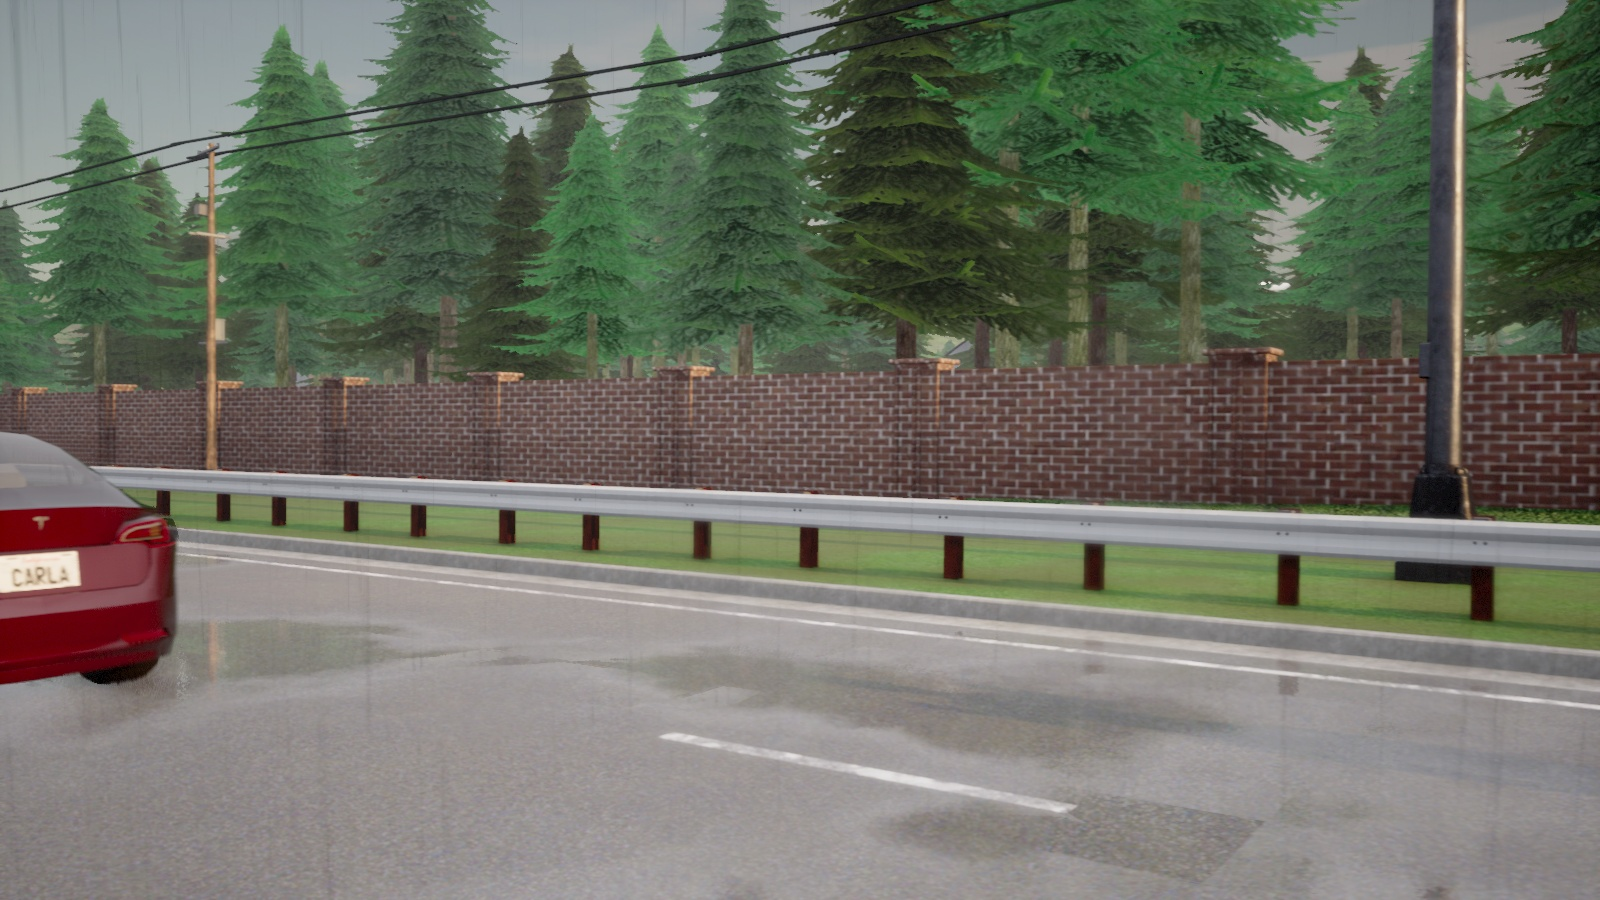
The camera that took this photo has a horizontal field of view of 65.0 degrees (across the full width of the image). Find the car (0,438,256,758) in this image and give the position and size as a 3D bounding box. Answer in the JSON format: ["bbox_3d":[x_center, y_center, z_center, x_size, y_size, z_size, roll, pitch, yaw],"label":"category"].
[{"bbox_3d":[-5.611,0.700,7.405,4.792,1.488,2.163,0,1,34],"label":"car"}]
